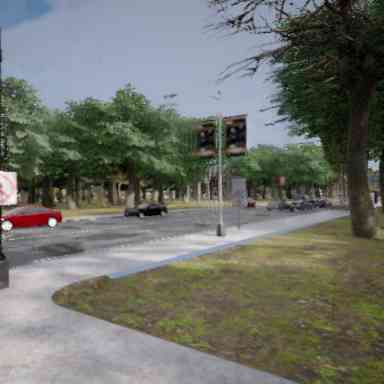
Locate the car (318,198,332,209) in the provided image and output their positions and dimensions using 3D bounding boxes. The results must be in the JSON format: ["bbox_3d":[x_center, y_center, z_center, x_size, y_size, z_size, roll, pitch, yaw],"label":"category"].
[{"bbox_3d":[19.376,1.731,49.205,1.837,1.490,4.892,-1,0,35],"label":"car"}]

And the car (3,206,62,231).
[{"bbox_3d":[-11.446,1.731,22.870,1.882,1.535,5.008,-1,0,35],"label":"car"}]

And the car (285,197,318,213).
[{"bbox_3d":[13.516,1.712,40.892,1.837,1.490,4.892,-1,-1,37],"label":"car"}]

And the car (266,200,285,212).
[{"bbox_3d":[11.436,1.787,43.559,2.033,1.411,5.357,-1,0,36],"label":"car"}]

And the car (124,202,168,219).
[{"bbox_3d":[-4.480,1.749,32.661,1.882,1.535,5.008,-1,0,35],"label":"car"}]

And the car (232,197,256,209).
[{"bbox_3d":[7.842,1.658,49.834,2.097,1.767,4.553,-1,0,36],"label":"car"}]

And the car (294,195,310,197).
[{"bbox_3d":[17.413,1.481,52.058,2.150,2.045,5.566,-1,0,35],"label":"car"}]
